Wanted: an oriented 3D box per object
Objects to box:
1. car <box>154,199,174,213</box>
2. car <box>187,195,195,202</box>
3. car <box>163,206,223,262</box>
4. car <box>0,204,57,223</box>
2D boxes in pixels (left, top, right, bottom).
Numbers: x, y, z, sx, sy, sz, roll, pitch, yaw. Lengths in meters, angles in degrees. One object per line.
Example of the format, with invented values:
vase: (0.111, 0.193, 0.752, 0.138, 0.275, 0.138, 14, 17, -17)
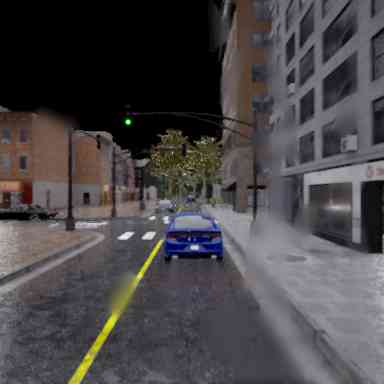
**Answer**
car: (-2.948, 1.564, 36.937, 1.812, 1.442, 4.674, 0, 0, 1)
car: (-0.223, 1.500, 76.113, 1.882, 1.535, 5.008, 0, 0, 0)
car: (-0.027, 1.485, 12.267, 1.882, 1.535, 5.008, 0, 0, -2)
car: (-12.751, 1.579, 24.809, 4.718, 1.301, 1.895, 0, 0, -2)
